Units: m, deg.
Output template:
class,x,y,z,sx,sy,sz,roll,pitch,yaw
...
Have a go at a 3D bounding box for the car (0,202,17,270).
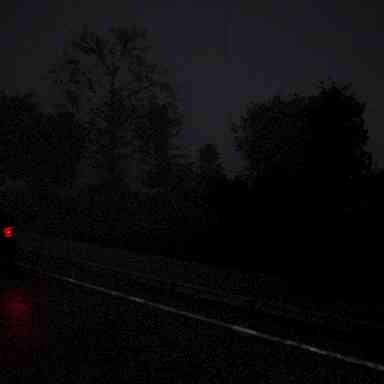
class,x,y,z,sx,sy,sz,roll,pitch,yaw
car,-7.286,1.233,9.960,5.566,2.045,2.150,0,0,40
